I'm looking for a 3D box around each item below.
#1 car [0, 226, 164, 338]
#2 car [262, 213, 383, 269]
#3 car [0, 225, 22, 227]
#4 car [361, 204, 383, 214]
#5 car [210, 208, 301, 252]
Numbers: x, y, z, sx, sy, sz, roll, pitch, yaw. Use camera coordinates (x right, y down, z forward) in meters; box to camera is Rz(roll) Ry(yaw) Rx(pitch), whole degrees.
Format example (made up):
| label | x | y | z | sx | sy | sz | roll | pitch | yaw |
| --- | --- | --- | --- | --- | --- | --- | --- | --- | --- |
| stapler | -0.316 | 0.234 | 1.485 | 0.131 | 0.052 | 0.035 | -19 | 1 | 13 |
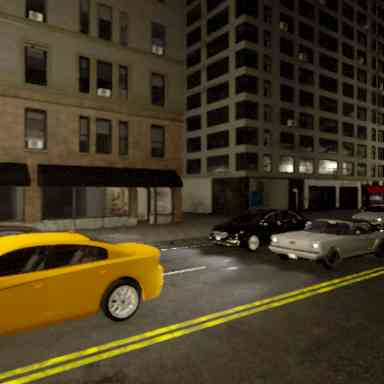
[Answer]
| label | x | y | z | sx | sy | sz | roll | pitch | yaw |
| --- | --- | --- | --- | --- | --- | --- | --- | --- | --- |
| car | -2.878 | 1.476 | 5.627 | 5.008 | 1.535 | 1.882 | 0 | 0 | -37 |
| car | 4.752 | 1.558 | 11.042 | 4.718 | 1.301 | 1.895 | 0 | 0 | -35 |
| car | -4.980 | 1.548 | 8.077 | 5.357 | 1.411 | 2.033 | 0 | 0 | -32 |
| car | 11.260 | 1.436 | 19.583 | 4.674 | 1.442 | 1.812 | 0 | 0 | -36 |
| car | 2.950 | 1.462 | 13.749 | 4.892 | 1.490 | 1.837 | 0 | 0 | -35 |
